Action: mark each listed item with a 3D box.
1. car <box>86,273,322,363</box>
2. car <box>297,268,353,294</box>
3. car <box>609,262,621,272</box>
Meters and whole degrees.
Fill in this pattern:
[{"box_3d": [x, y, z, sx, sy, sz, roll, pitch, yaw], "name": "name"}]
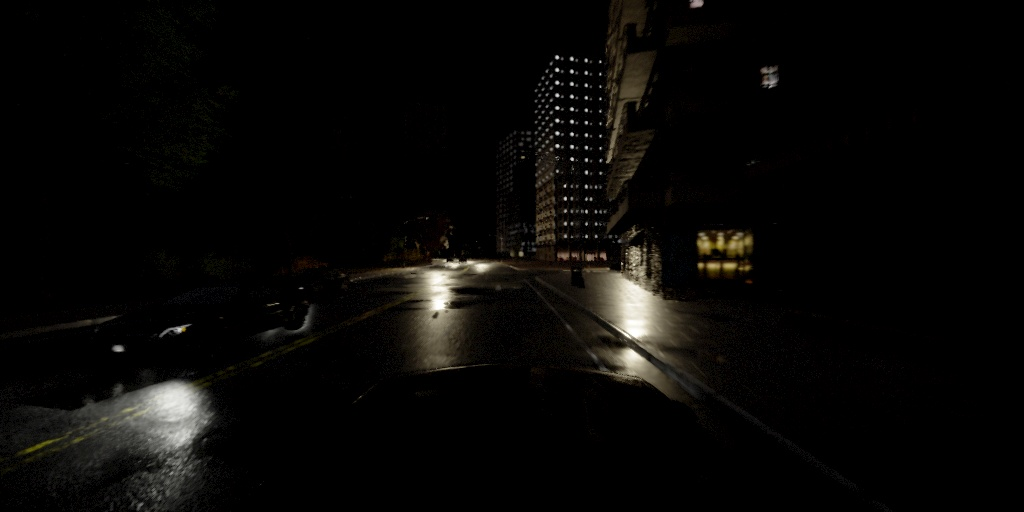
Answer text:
[{"box_3d": [-6.637, 1.291, 8.363, 1.812, 1.442, 4.674, 0, 0, -1], "name": "car"}, {"box_3d": [-10.045, 1.320, 18.363, 2.033, 1.411, 5.357, 0, 0, -1], "name": "car"}, {"box_3d": [13.265, 1.098, 38.712, 5.357, 1.411, 2.033, -1, 0, 12], "name": "car"}]
